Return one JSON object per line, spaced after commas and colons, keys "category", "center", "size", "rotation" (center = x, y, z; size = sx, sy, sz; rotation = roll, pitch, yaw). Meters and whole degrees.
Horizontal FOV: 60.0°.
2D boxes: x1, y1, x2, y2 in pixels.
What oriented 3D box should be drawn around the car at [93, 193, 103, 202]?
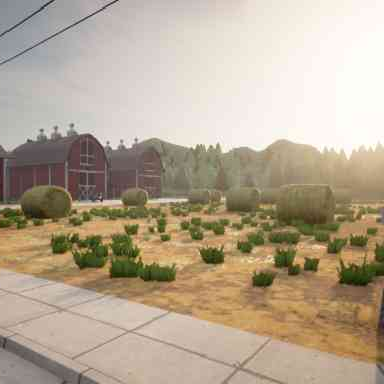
{"category": "car", "center": [-19.651, 1.118, 69.803], "size": [1.905, 1.878, 3.866], "rotation": [6, 1, -10]}
